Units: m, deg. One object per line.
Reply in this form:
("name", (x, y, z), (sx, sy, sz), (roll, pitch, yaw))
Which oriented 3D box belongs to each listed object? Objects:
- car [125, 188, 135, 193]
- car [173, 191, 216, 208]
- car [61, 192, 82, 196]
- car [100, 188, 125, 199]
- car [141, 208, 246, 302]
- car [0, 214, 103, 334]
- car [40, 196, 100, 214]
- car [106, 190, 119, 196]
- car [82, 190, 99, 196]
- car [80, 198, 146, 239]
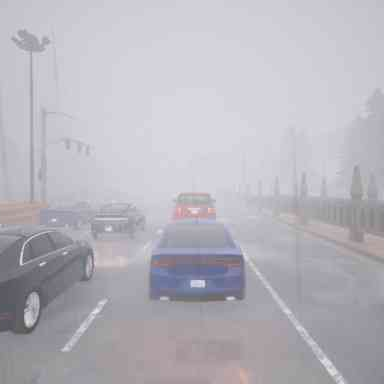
("car", (-13.778, 0.216, 68.663), (2.150, 2.045, 5.566), (0, 1, 0))
("car", (0.125, 0.978, 18.047), (2.150, 2.045, 5.566), (0, 1, 0))
("car", (-20.898, 0.699, 56.599), (1.812, 1.442, 4.674), (0, 1, 1))
("car", (-13.895, 0.369, 58.341), (2.150, 2.045, 5.566), (0, 1, 0))
("car", (0.102, 1.384, 8.177), (1.882, 1.535, 5.008), (0, 1, 0))
("car", (-3.400, 1.435, 6.591), (1.837, 1.490, 4.892), (0, 1, 0))
("car", (-6.867, 1.219, 19.047), (1.882, 1.535, 5.008), (0, 1, 0))
("car", (-20.708, 0.252, 87.081), (2.033, 1.411, 5.357), (0, 1, 0))
("car", (-20.787, 0.379, 66.252), (2.097, 1.767, 4.553), (0, 1, 0))
("car", (-3.377, 1.280, 15.964), (2.128, 1.511, 4.902), (0, 1, 0))
